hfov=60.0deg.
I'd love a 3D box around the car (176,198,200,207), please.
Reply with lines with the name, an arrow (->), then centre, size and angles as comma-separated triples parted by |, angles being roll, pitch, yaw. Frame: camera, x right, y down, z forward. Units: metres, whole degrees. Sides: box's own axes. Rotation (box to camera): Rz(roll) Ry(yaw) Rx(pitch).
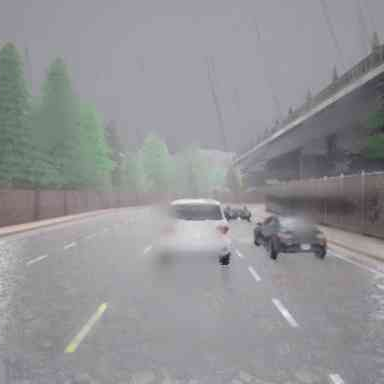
car -> -0.655, 1.748, 56.495 | 1.812, 1.442, 4.674 | 0, 0, 33

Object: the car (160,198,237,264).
car -> 0.068, 1.271, 12.158 | 2.150, 2.045, 5.566 | 0, 0, -1

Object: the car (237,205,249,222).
car -> 3.556, 1.708, 27.197 | 1.895, 1.301, 4.718 | 0, 0, 0

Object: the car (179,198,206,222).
car -> 0.064, 1.463, 28.320 | 2.097, 1.767, 4.553 | 0, 0, 0

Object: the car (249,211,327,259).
car -> 3.564, 1.577, 12.679 | 1.812, 1.442, 4.674 | 0, -1, 0

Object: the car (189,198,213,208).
car -> 1.495, 1.736, 53.388 | 1.812, 1.442, 4.674 | 0, 0, 31
